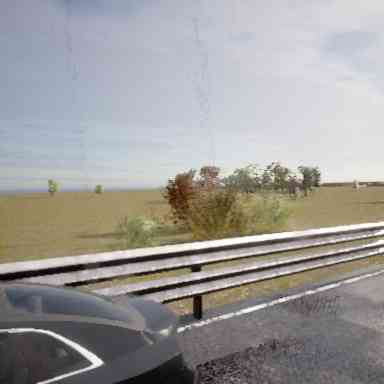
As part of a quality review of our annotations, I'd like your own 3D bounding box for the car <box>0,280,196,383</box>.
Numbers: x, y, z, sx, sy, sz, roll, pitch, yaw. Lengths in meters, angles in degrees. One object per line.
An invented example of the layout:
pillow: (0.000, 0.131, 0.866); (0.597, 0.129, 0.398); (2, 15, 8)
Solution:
car: (-2.254, 1.506, 2.070); (4.892, 1.490, 1.837); (0, 0, -35)
